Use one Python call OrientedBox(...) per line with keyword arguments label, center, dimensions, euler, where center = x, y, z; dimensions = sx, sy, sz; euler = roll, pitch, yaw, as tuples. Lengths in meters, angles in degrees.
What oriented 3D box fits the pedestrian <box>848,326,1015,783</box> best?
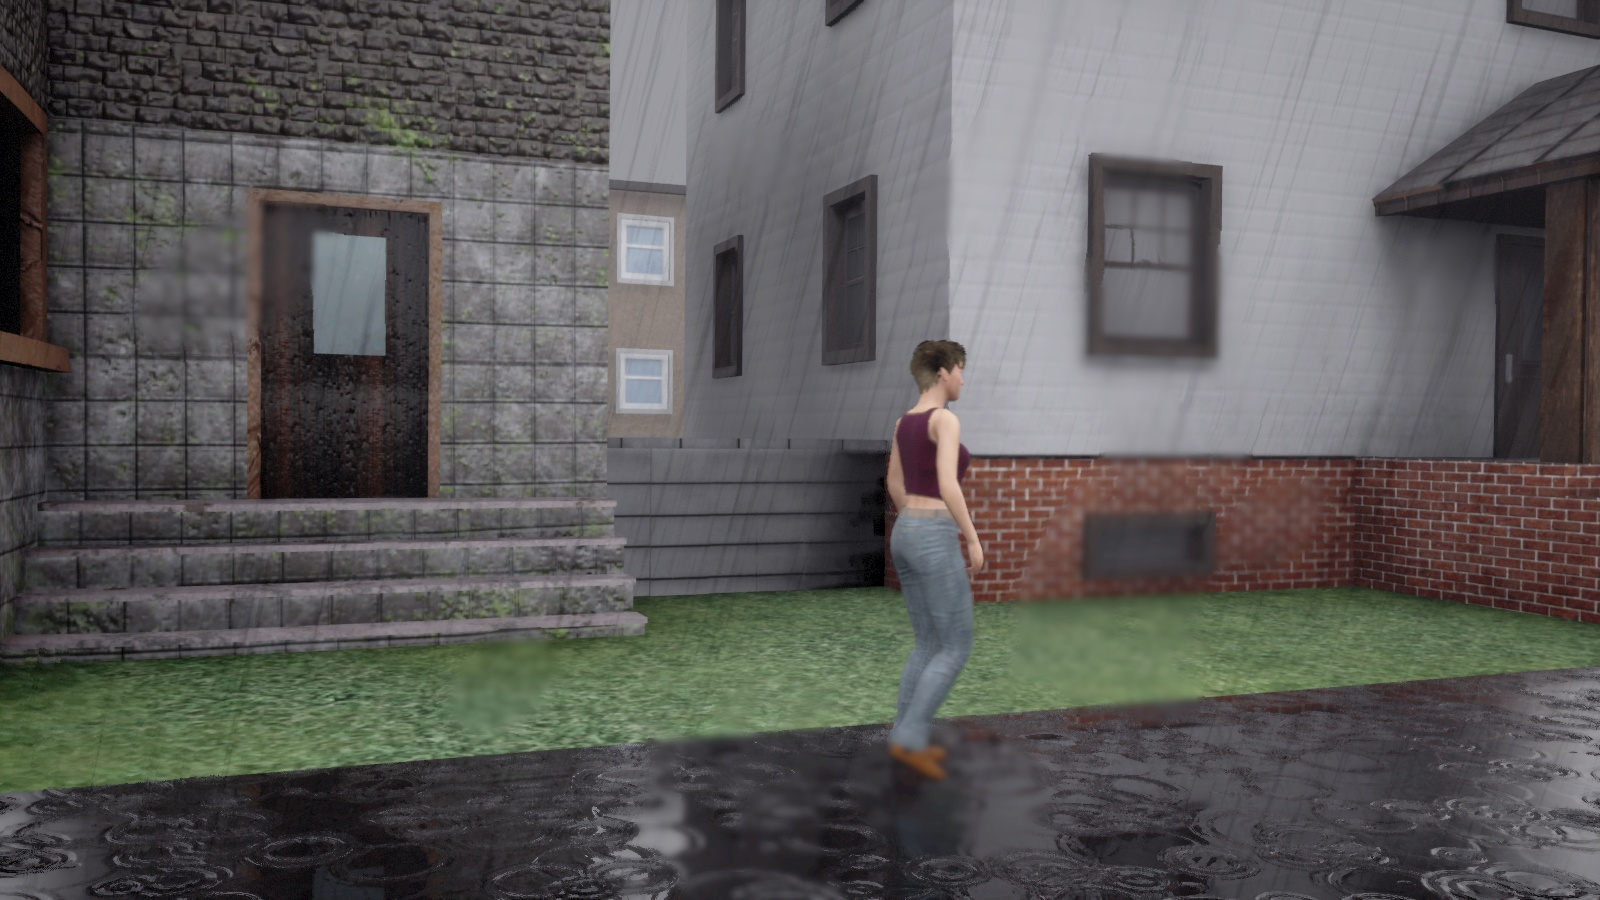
OrientedBox(label="pedestrian", center=(0.555, 0.415, 5.310), dimensions=(0.594, 1.836, 0.345), euler=(-1, 1, -20))
